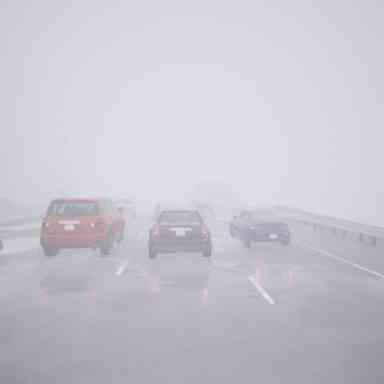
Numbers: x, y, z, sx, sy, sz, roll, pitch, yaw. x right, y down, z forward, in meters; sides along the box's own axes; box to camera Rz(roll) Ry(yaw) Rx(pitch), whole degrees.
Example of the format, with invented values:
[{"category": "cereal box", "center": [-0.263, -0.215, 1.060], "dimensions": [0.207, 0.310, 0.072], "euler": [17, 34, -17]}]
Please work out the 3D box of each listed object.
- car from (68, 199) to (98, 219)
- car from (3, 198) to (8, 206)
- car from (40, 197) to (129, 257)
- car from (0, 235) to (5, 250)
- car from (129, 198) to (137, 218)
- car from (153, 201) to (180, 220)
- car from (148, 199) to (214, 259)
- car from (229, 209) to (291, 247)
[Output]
[{"category": "car", "center": [-9.533, 1.440, 29.449], "dimensions": [1.837, 1.490, 4.892], "euler": [0, 0, -9]}, {"category": "car", "center": [-22.179, 1.411, 38.280], "dimensions": [1.882, 1.535, 5.008], "euler": [0, 0, -13]}, {"category": "car", "center": [-4.000, 1.191, 13.002], "dimensions": [2.150, 2.045, 5.566], "euler": [0, 0, -4]}, {"category": "car", "center": [-7.264, 1.535, 8.973], "dimensions": [2.033, 1.411, 5.357], "euler": [0, 0, -3]}, {"category": "car", "center": [-5.962, 1.282, 29.259], "dimensions": [2.097, 1.767, 4.553], "euler": [0, 0, -9]}, {"category": "car", "center": [-2.251, 1.527, 28.221], "dimensions": [1.895, 1.301, 4.718], "euler": [0, 0, -9]}, {"category": "car", "center": [-0.504, 1.319, 12.696], "dimensions": [2.097, 1.767, 4.553], "euler": [0, 0, -4]}, {"category": "car", "center": [2.869, 1.480, 14.732], "dimensions": [1.812, 1.442, 4.674], "euler": [0, 0, -4]}]
